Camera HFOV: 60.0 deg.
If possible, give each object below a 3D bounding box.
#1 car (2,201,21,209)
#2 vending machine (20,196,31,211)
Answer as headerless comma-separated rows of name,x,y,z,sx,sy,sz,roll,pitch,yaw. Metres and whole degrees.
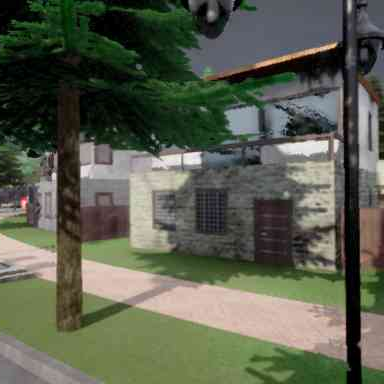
car,-30.635,2.207,57.539,1.895,1.301,4.718,-1,0,7
vending machine,-23.698,1.681,47.354,1.100,2.100,0.880,0,0,-2
